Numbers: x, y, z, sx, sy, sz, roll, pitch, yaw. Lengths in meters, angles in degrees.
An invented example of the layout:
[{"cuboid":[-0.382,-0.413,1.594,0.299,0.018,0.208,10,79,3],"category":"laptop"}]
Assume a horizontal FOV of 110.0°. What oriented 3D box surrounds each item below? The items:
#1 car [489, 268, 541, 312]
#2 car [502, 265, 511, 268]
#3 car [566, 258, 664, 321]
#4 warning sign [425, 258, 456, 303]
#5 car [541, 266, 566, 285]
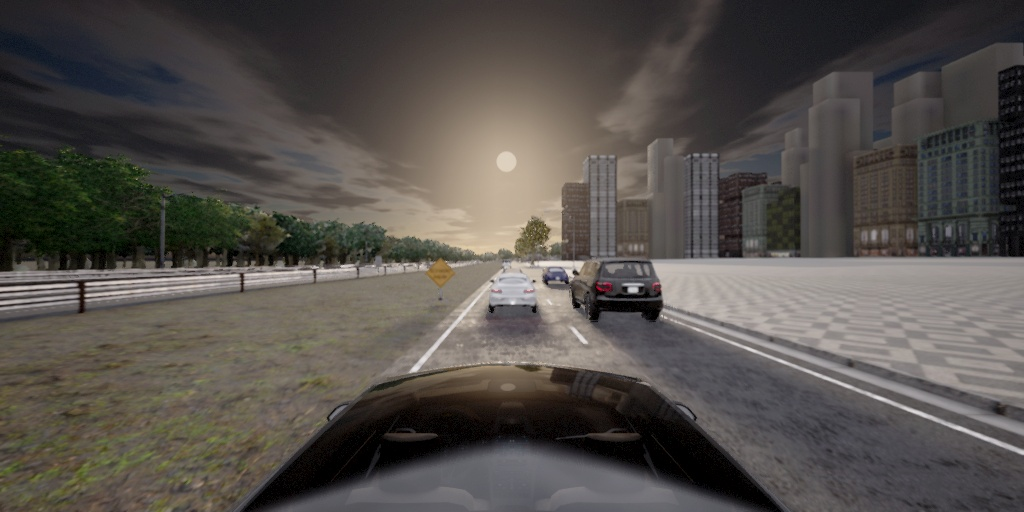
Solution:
[{"cuboid":[0.047,1.411,14.907,1.812,1.442,4.674,0,0,0],"category":"car"},{"cuboid":[0.034,1.626,28.567,1.895,1.301,4.718,0,-1,0],"category":"car"},{"cuboid":[3.534,1.090,13.068,2.150,2.045,5.566,0,0,1],"category":"car"},{"cuboid":[-3.054,1.005,15.326,1.300,1.860,1.060,0,0,0],"category":"warning sign"},{"cuboid":[3.545,1.564,29.881,1.812,1.442,4.674,0,0,0],"category":"car"}]
